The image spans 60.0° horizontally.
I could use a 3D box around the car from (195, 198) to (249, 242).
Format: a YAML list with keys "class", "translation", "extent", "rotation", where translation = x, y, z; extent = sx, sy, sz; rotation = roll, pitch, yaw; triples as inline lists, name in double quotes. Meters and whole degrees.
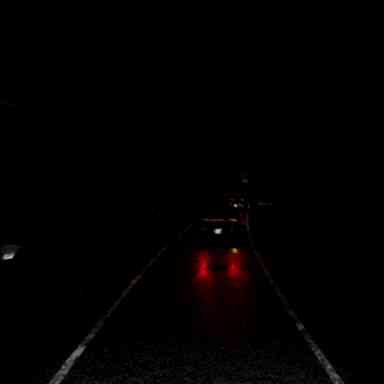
- class: "car"
  translation: [1.262, 1.268, 15.145]
  extent: [2.128, 1.511, 4.902]
  rotation: [1, 1, 7]

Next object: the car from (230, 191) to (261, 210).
- class: "car"
  translation: [4.808, 0.659, 30.394]
  extent: [1.837, 1.490, 4.892]
  rotation: [3, 6, 27]

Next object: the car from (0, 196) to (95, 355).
- class: "car"
  translation: [-3.147, 1.128, 4.689]
  extent: [2.150, 2.045, 5.566]
  rotation: [0, 1, 3]
